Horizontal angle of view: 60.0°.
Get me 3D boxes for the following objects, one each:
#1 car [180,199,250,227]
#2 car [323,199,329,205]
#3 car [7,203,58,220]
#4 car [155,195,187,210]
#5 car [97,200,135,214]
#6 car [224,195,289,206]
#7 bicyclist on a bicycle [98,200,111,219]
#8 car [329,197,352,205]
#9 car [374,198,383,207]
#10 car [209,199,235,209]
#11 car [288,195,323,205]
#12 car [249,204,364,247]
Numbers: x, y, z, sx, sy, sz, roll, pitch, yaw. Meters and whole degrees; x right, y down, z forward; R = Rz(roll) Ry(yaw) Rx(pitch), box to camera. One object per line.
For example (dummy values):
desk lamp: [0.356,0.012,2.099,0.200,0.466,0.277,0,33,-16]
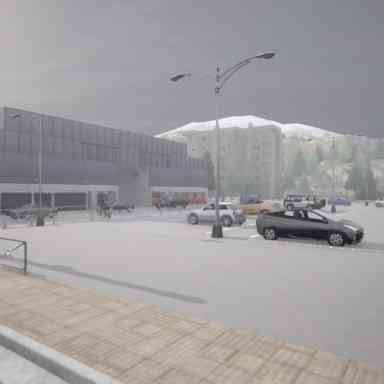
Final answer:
car: [1.518,1.424,21.918,3.806,1.475,1.970,0,0,35]
car: [13.727,1.289,40.375,4.605,1.855,1.932,0,0,35]
car: [-14.562,1.740,30.518,1.994,1.385,4.181,0,0,35]
car: [-2.776,1.398,47.067,2.150,2.045,5.566,0,0,36]
car: [-8.805,1.668,38.616,2.128,1.511,4.902,0,0,35]
car: [4.971,1.345,27.337,5.027,1.636,2.152,0,0,35]
bicyclist on a bicycle: [-7.316,1.477,27.796,1.656,1.620,0.582,0,0,35]
car: [24.601,1.565,55.445,3.633,1.501,1.845,0,0,35]
car: [28.925,1.576,48.718,3.806,1.475,1.970,0,0,35]
car: [4.647,1.777,51.173,1.895,1.301,4.718,0,0,35]
car: [12.380,1.268,37.767,3.866,1.878,1.905,0,0,35]
car: [5.143,1.490,14.850,4.514,1.523,2.007,0,0,35]
